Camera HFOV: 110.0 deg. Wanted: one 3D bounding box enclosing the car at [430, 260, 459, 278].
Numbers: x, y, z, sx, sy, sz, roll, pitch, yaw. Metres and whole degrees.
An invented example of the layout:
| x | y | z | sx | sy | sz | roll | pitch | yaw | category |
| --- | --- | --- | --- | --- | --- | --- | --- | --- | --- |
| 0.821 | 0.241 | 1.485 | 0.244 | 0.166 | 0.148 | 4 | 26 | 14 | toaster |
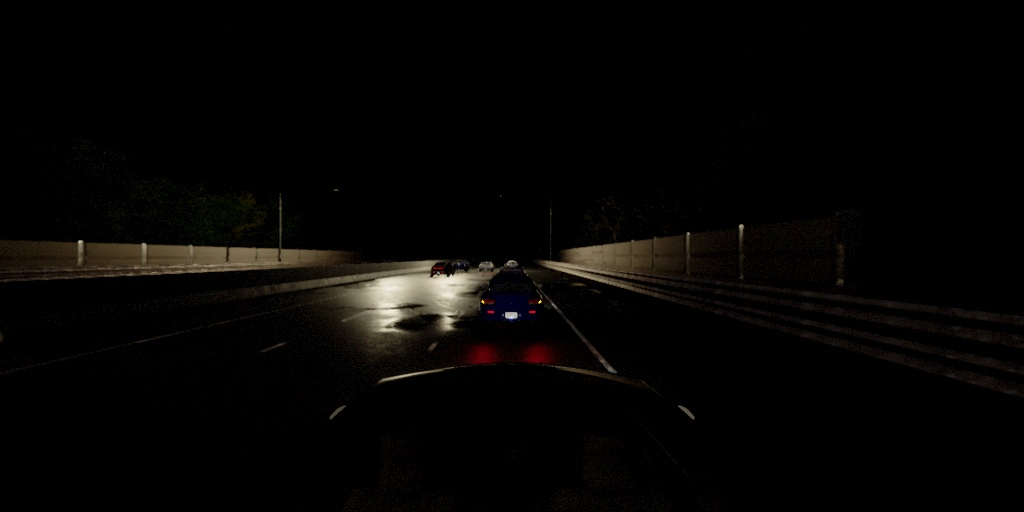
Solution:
| x | y | z | sx | sy | sz | roll | pitch | yaw | category |
| --- | --- | --- | --- | --- | --- | --- | --- | --- | --- |
| -6.952 | 1.350 | 36.208 | 1.837 | 1.490 | 4.892 | 0 | 0 | 0 | car |

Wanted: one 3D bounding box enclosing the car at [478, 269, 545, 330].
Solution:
| x | y | z | sx | sy | sz | roll | pitch | yaw | category |
| --- | --- | --- | --- | --- | --- | --- | --- | --- | --- |
| -0.016 | 1.302 | 11.145 | 1.812 | 1.442 | 4.674 | 0 | 0 | 0 | car |

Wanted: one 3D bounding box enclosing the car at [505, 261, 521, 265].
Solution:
| x | y | z | sx | sy | sz | roll | pitch | yaw | category |
| --- | --- | --- | --- | --- | --- | --- | --- | --- | --- |
| 0.056 | 1.322 | 30.916 | 2.128 | 1.511 | 4.902 | 0 | 0 | 0 | car |

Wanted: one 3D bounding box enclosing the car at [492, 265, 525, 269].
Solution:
| x | y | z | sx | sy | sz | roll | pitch | yaw | category |
| --- | --- | --- | --- | --- | --- | --- | --- | --- | --- |
| -0.031 | 1.407 | 21.914 | 1.895 | 1.301 | 4.718 | 0 | 0 | 0 | car |

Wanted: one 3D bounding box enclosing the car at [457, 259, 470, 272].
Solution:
| x | y | z | sx | sy | sz | roll | pitch | yaw | category |
| --- | --- | --- | --- | --- | --- | --- | --- | --- | --- |
| -6.974 | 1.231 | 49.303 | 2.097 | 1.767 | 4.553 | 0 | 0 | 0 | car |

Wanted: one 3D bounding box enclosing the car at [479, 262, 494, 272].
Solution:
| x | y | z | sx | sy | sz | roll | pitch | yaw | category |
| --- | --- | --- | --- | --- | --- | --- | --- | --- | --- |
| -3.474 | 1.481 | 49.716 | 1.895 | 1.301 | 4.718 | 0 | 0 | 0 | car |
